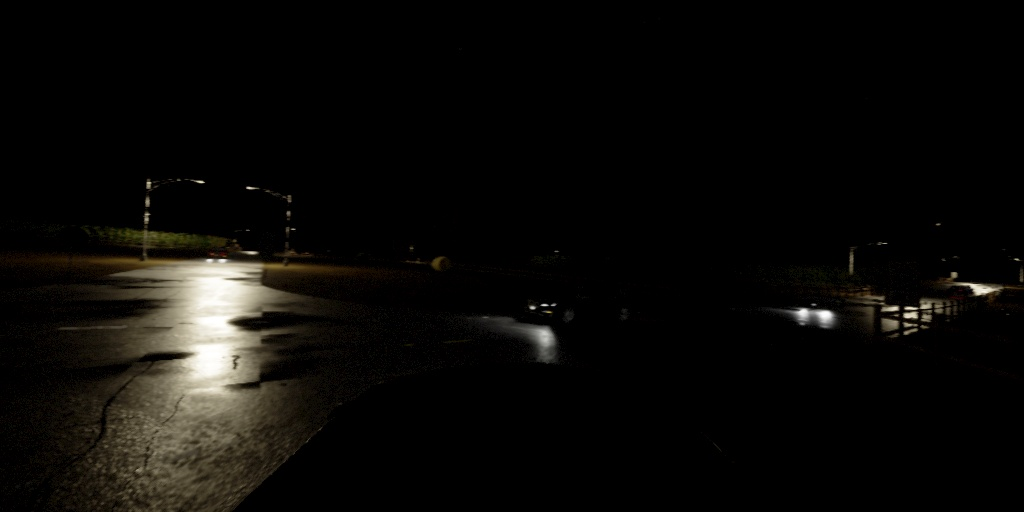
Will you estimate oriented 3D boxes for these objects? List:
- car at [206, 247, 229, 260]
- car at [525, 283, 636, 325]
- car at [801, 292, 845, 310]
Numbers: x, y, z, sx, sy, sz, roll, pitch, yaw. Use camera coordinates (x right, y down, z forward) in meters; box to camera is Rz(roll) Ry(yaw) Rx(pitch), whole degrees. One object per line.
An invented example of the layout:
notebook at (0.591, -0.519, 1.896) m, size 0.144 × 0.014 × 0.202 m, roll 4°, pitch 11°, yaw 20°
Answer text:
car at (-37.012, -0.371, 45.245) m, size 1.994 × 1.385 × 4.181 m, roll 3°, pitch -1°, yaw -35°
car at (2.830, 1.811, 14.306) m, size 4.892 × 1.490 × 1.837 m, roll 5°, pitch -2°, yaw -31°
car at (26.327, 3.740, 30.345) m, size 4.718 × 1.301 × 1.895 m, roll 4°, pitch -2°, yaw -35°
